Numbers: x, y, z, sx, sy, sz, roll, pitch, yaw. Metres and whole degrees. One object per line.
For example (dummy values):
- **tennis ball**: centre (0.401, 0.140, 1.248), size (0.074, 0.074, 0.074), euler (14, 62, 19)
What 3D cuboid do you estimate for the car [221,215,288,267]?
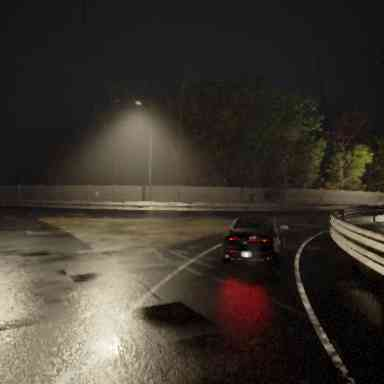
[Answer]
- **car**: centre (2.363, 1.618, 12.126), size (1.837, 1.490, 4.892), euler (0, -1, 18)
